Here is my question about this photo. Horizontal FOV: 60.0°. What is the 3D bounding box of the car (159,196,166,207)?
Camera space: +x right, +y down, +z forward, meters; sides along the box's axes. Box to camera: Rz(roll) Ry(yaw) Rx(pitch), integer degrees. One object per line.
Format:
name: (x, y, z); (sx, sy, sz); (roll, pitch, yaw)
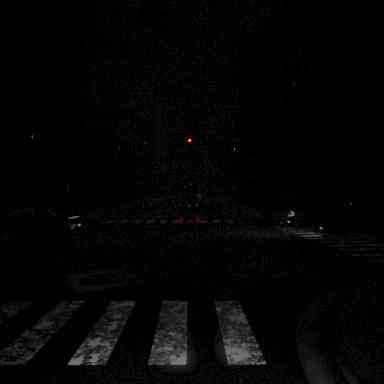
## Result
car: (-5.662, 1.653, 52.678); (1.802, 1.307, 4.206); (0, 0, 0)

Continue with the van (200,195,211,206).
van: (2.371, 1.424, 58.178); (1.690, 1.788, 3.998); (0, 0, 0)

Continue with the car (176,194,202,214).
car: (-0.248, 1.392, 35.821); (2.097, 1.767, 4.553); (0, 0, 0)

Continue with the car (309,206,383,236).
car: (8.967, 1.563, 17.385); (4.718, 1.301, 1.895); (0, 0, 0)

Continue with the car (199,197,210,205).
car: (2.378, 1.647, 63.688); (2.008, 1.369, 4.403); (0, 0, 0)

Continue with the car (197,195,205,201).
car: (2.409, 1.600, 85.732); (1.967, 1.590, 4.097); (0, 0, 0)

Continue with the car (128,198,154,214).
car: (-5.684, 1.480, 36.146); (1.967, 1.590, 4.097); (0, 0, 0)

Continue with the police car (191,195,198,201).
police car: (0.603, 1.599, 90.214); (1.930, 1.638, 5.238); (0, 0, 0)

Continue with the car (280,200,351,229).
car: (7.834, 1.326, 20.632); (4.553, 1.767, 2.097); (0, 0, 0)

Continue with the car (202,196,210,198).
car: (2.356, 1.641, 47.157); (1.802, 1.307, 4.206); (0, 0, 0)

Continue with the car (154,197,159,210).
car: (-5.677, 1.490, 41.656); (1.967, 1.590, 4.097); (0, 0, 0)

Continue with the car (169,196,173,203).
car: (-5.639, 1.552, 69.210); (1.967, 1.590, 4.097); (0, 0, 0)

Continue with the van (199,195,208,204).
van: (2.386, 1.453, 69.199); (1.690, 1.788, 3.998); (0, 0, 0)

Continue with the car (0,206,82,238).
car: (-8.280, 1.520, 17.319); (4.902, 1.511, 2.128); (0, 0, 0)

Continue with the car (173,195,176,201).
car: (-5.624, 1.694, 80.231); (2.008, 1.369, 4.403); (0, 0, 0)

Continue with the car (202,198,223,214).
car: (2.341, 1.606, 36.134); (1.947, 1.339, 4.313); (0, 0, 0)

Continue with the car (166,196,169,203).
car: (-5.654, 1.634, 58.188); (2.008, 1.369, 4.403); (0, 0, 0)
